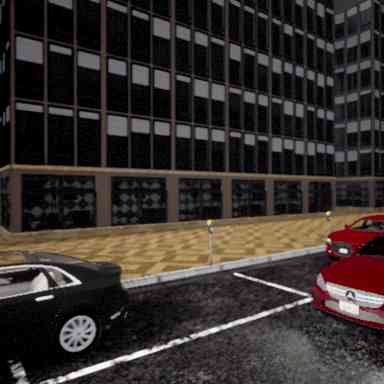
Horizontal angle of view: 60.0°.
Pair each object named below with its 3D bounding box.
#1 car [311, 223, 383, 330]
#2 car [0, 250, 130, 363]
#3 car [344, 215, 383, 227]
[{"bbox_3d":[4.273,1.471,6.341,4.674,1.442,1.812,0,0,-35],"label":"car"},{"bbox_3d":[-3.013,1.551,4.407,4.403,1.369,2.008,-1,1,-35],"label":"car"},{"bbox_3d":[6.258,1.457,11.013,4.507,1.381,1.887,-1,1,-35],"label":"car"}]
